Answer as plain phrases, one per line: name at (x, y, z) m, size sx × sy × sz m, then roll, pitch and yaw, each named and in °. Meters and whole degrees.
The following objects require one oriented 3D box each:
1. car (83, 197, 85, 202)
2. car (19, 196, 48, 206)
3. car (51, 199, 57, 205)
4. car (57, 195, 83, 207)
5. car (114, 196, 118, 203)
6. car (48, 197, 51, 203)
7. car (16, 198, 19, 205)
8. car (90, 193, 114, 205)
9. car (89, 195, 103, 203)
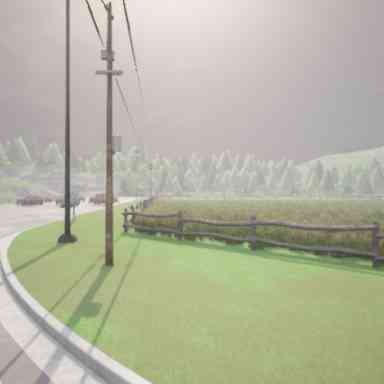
car at (-23.863, 1.404, 69.791) m, size 2.033 × 1.411 × 5.357 m, roll 0°, pitch 0°, yaw -5°
car at (-25.875, 1.366, 54.348) m, size 2.097 × 1.767 × 4.553 m, roll 0°, pitch 0°, yaw -5°
car at (-22.919, 1.527, 59.414) m, size 1.837 × 1.490 × 4.892 m, roll 0°, pitch 0°, yaw -5°
car at (-18.526, 1.586, 50.842) m, size 1.994 × 1.385 × 4.181 m, roll 0°, pitch 0°, yaw -5°
car at (-16.955, 1.569, 71.117) m, size 1.812 × 1.442 × 4.674 m, roll 0°, pitch 0°, yaw -5°
car at (-30.872, 1.572, 69.569) m, size 1.994 × 1.385 × 4.181 m, roll 0°, pitch 0°, yaw -5°
car at (-29.975, 1.536, 59.743) m, size 1.812 × 1.442 × 4.674 m, roll 0°, pitch 0°, yaw -5°
car at (-15.685, 1.257, 58.263) m, size 2.150 × 2.045 × 5.566 m, roll 0°, pitch 0°, yaw -5°
car at (-20.443, 1.516, 70.874) m, size 1.882 × 1.535 × 5.008 m, roll 0°, pitch 0°, yaw -5°
